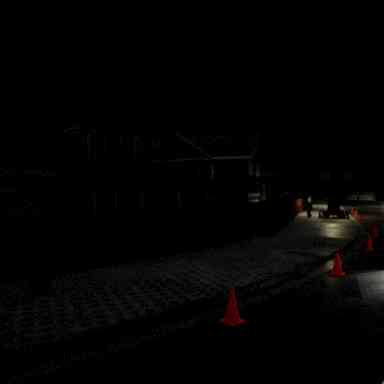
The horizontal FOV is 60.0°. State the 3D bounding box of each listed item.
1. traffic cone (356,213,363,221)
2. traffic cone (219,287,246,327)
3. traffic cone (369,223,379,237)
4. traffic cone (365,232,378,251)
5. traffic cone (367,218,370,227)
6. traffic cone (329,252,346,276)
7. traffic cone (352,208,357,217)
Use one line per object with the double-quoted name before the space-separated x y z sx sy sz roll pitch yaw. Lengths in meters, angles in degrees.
"traffic cone" 13.181 1.956 25.854 0.340 0.580 0.340 0 0 22
"traffic cone" 0.703 1.956 5.780 0.340 0.580 0.340 0 0 -42
"traffic cone" 9.325 1.956 16.904 0.340 0.580 0.340 0 0 28
"traffic cone" 6.886 1.956 12.872 0.340 0.580 0.340 0 0 34
"traffic cone" 11.301 1.956 21.221 0.340 0.580 0.340 0 0 22
"traffic cone" 3.999 1.956 9.148 0.340 0.580 0.340 0 0 41
"traffic cone" 15.061 1.957 30.487 0.340 0.580 0.340 0 0 22
